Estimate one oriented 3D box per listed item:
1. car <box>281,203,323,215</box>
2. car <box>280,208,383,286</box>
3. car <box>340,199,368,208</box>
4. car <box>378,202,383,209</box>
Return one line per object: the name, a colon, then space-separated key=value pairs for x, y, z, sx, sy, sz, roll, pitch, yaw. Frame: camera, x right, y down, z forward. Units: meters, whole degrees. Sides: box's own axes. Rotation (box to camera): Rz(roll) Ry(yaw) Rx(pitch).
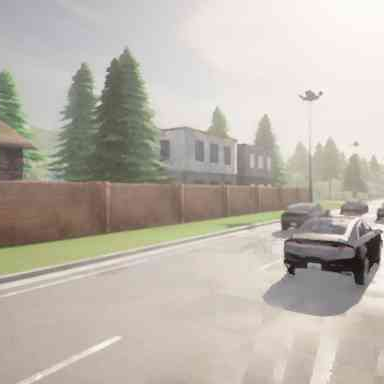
car: x=6.574 y=1.389 z=18.960 sx=1.837 sy=1.490 sz=4.892 roll=0 pitch=1 yaw=35
car: x=4.133 y=1.434 z=9.416 sx=2.128 sy=1.511 sz=4.902 roll=0 pitch=1 yaw=35
car: x=15.595 y=1.368 z=31.877 sx=1.994 sy=1.385 sz=4.181 roll=0 pitch=0 yaw=35
car: x=15.268 y=1.392 z=25.302 sx=2.033 sy=1.411 sz=5.357 roll=0 pitch=0 yaw=35
